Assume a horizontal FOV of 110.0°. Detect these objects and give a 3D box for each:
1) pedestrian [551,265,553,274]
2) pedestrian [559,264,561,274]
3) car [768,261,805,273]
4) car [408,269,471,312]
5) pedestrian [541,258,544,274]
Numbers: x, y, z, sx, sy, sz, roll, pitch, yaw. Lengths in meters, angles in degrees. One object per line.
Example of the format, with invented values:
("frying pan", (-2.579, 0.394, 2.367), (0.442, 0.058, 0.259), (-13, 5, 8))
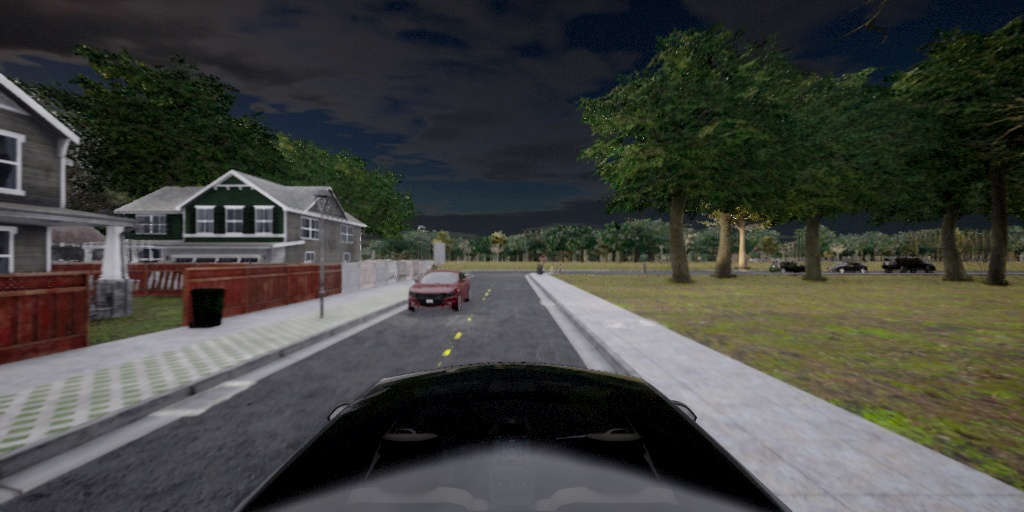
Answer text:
("pedestrian", (4.512, 1.503, 40.391), (0.500, 1.100, 0.500), (0, 0, 0))
("pedestrian", (5.512, 1.154, 40.993), (0.375, 1.860, 0.375), (0, 0, 0))
("car", (36.566, 1.432, 47.200), (4.553, 1.767, 2.097), (0, 0, 0))
("car", (-2.850, 1.301, 14.920), (1.882, 1.535, 5.008), (0, 0, 0))
("pedestrian", (3.512, 1.116, 41.594), (0.375, 1.860, 0.375), (0, 0, 0))
